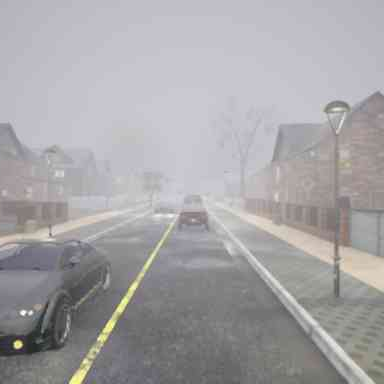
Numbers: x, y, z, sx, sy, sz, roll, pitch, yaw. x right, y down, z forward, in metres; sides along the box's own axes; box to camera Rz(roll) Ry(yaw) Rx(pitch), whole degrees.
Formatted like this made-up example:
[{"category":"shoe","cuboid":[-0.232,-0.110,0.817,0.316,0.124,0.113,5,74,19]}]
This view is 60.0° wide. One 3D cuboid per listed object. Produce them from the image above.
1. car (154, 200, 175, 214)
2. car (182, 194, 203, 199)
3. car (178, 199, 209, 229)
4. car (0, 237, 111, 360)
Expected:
[{"category":"car","cuboid":[-2.849,1.588,35.226,1.994,1.385,4.181,0,0,0]},{"category":"car","cuboid":[0.090,1.248,37.624,2.150,2.045,5.566,0,0,0]},{"category":"car","cuboid":[0.091,1.488,21.900,1.882,1.535,5.008,0,0,0]},{"category":"car","cuboid":[-2.852,1.565,6.064,1.994,1.385,4.181,0,0,0]}]
